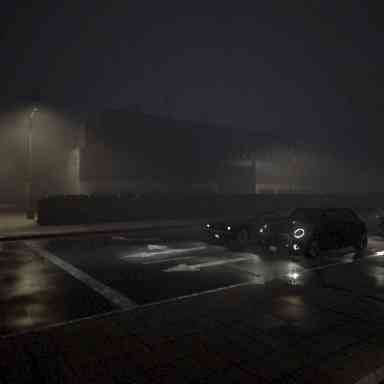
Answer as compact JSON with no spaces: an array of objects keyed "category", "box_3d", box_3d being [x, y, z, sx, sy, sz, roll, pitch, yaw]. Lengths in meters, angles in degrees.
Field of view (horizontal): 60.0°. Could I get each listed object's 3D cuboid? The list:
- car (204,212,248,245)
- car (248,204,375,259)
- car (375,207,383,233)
[{"category":"car","box_3d":[2.910,1.601,15.715,4.718,1.301,1.895,0,0,-34]},{"category":"car","box_3d":[4.632,1.352,12.660,4.553,1.767,2.097,0,0,-34]},{"category":"car","box_3d":[12.099,1.478,17.769,5.008,1.535,1.882,0,0,-35]}]
